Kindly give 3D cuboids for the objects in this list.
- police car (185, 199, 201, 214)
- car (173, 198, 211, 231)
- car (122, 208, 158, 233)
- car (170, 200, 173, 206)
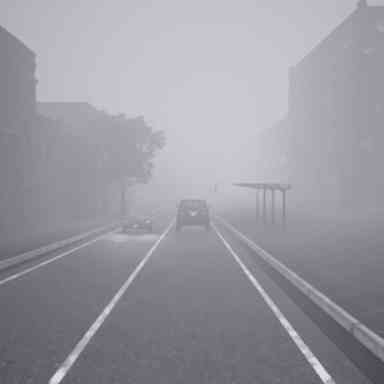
[{"bbox_3d":[0.087,1.781,41.751,1.930,1.638,5.238,0,0,0],"label":"police car"},{"bbox_3d":[0.074,1.469,22.558,2.150,2.045,5.566,0,0,0],"label":"car"},{"bbox_3d":[-3.304,1.764,21.786,1.812,1.442,4.674,0,-1,0],"label":"car"},{"bbox_3d":[-2.970,1.894,62.875,1.994,1.385,4.181,0,0,1],"label":"car"}]
